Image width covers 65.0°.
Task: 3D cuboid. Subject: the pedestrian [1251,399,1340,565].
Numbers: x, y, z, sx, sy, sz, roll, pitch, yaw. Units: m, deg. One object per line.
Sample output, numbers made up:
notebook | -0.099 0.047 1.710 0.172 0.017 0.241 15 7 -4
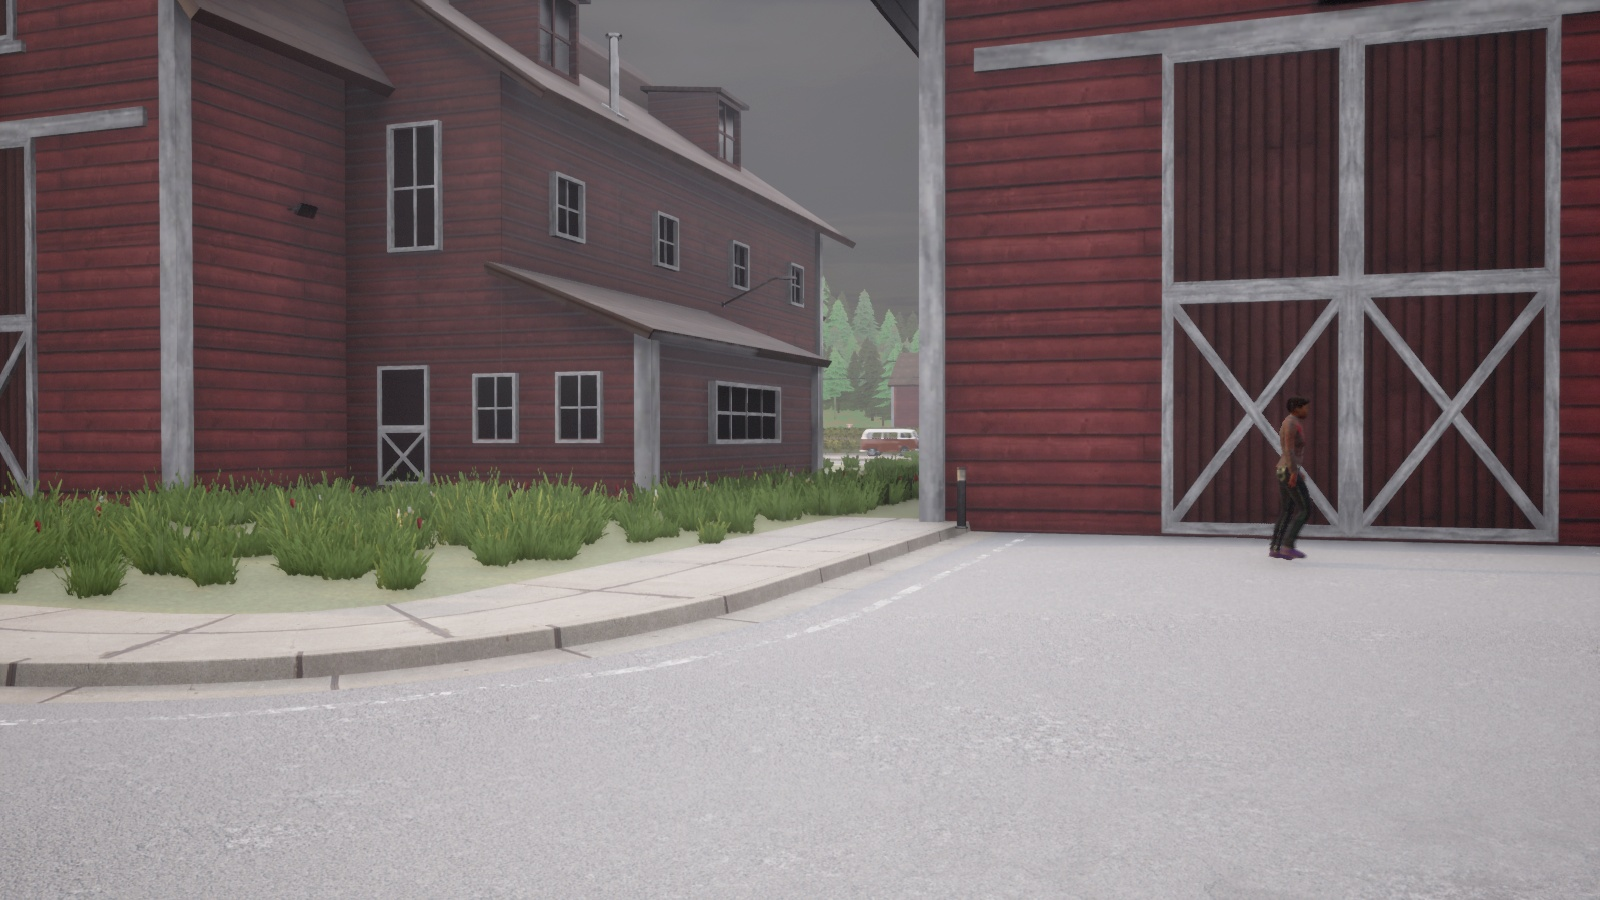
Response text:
pedestrian | 5.489 0.340 13.926 0.869 1.805 0.328 1 1 15

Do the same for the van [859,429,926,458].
van | 6.731 -0.470 90.961 4.480 2.038 2.069 0 1 19
